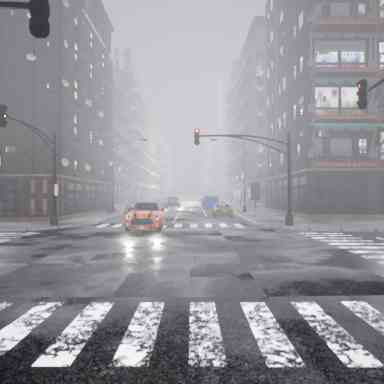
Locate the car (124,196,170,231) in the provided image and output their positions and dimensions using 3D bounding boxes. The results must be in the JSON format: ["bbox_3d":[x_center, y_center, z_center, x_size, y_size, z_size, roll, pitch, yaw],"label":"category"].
[{"bbox_3d":[-2.743,1.353,20.389,2.097,1.767,4.553,0,0,0],"label":"car"}]

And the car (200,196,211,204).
[{"bbox_3d":[2.593,1.597,66.649,2.008,1.369,4.403,1,0,0],"label":"car"}]

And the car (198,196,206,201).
[{"bbox_3d":[2.598,1.617,83.617,1.887,1.381,4.507,1,0,0],"label":"car"}]

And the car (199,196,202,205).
[{"bbox_3d":[2.591,1.341,49.681,2.192,1.841,5.009,1,0,0],"label":"car"}]

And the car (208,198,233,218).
[{"bbox_3d":[2.713,1.534,30.193,1.752,1.417,4.829,1,0,0],"label":"car"}]

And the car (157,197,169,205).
[{"bbox_3d":[-5.289,1.620,60.940,1.802,1.307,4.206,1,0,0],"label":"car"}]

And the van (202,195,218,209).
[{"bbox_3d":[2.622,1.361,44.027,1.690,1.788,3.998,1,0,0],"label":"van"}]

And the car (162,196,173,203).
[{"bbox_3d":[-5.285,1.604,72.256,2.008,1.369,4.403,1,0,0],"label":"car"}]

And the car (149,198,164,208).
[{"bbox_3d":[-5.292,1.608,49.624,1.802,1.307,4.206,1,0,0],"label":"car"}]

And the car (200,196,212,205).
[{"bbox_3d":[2.593,1.479,60.993,1.967,1.590,4.097,1,0,0],"label":"car"}]

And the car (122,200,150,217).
[{"bbox_3d":[-5.426,1.561,32.651,2.008,1.369,4.403,1,0,0],"label":"car"}]

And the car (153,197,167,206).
[{"bbox_3d":[-5.290,1.557,55.112,1.752,1.417,4.829,1,0,0],"label":"car"}]

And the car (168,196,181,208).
[{"bbox_3d":[-2.736,1.362,48.084,2.097,1.767,4.553,0,0,0],"label":"car"}]
